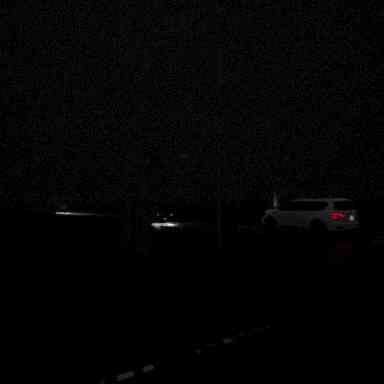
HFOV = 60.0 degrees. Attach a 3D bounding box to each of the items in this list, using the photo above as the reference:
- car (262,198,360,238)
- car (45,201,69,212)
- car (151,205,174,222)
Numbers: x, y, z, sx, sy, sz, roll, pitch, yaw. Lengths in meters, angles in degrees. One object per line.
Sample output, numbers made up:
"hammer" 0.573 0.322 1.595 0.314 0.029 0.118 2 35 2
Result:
"car" 6.447 1.376 18.667 2.150 2.045 5.566 -1 0 -33
"car" -18.352 1.932 45.253 2.128 1.511 4.902 1 -1 -42
"car" -3.769 1.763 28.219 2.033 1.411 5.357 1 -1 -39
